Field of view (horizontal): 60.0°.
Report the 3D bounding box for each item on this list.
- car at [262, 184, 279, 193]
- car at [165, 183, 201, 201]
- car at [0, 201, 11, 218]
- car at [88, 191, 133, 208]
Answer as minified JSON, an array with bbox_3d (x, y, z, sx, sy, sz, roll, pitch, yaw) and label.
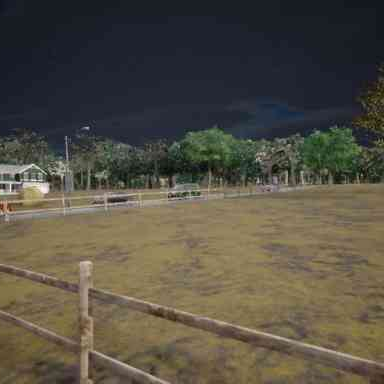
[{"bbox_3d":[13.780,-0.651,58.627,1.994,1.385,4.181,-3,1,36],"label":"car"},{"bbox_3d":[-1.096,-0.031,42.830,2.150,2.045,5.566,-3,1,36],"label":"car"},{"bbox_3d":[-15.274,1.160,22.942,1.882,1.535,5.008,-3,1,36],"label":"car"},{"bbox_3d":[-8.035,0.719,33.094,1.837,1.490,4.892,-3,0,36],"label":"car"}]
